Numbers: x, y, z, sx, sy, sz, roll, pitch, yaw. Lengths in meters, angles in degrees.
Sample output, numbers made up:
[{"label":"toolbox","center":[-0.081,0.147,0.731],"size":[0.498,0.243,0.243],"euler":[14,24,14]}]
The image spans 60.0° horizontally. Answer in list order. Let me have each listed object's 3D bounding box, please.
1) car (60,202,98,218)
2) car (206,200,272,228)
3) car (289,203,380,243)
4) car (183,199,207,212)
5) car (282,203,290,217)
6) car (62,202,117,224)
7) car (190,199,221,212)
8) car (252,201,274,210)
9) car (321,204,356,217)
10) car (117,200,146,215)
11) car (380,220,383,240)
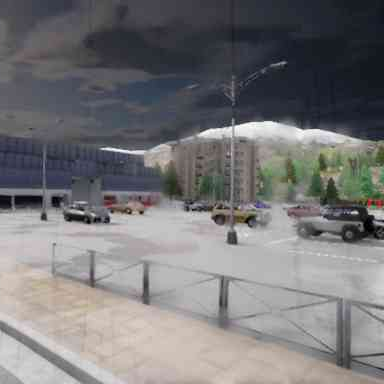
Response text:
[{"label":"car","center":[-11.539,1.749,33.856],"size":[3.806,1.475,1.970],"euler":[0,-1,40]},{"label":"car","center":[3.683,1.697,25.483],"size":[4.605,1.855,1.932],"euler":[0,-1,40]},{"label":"car","center":[7.637,1.624,17.929],"size":[3.866,1.878,1.905],"euler":[0,-1,40]},{"label":"car","center":[0.484,1.956,48.844],"size":[3.866,1.878,1.905],"euler":[0,-1,40]},{"label":"car","center":[12.183,2.134,34.608],"size":[4.514,1.523,2.007],"euler":[0,-1,40]},{"label":"car","center":[-8.455,1.754,26.535],"size":[4.514,1.523,2.007],"euler":[0,-1,40]},{"label":"car","center":[2.022,2.031,51.343],"size":[4.605,1.855,1.932],"euler":[0,-1,40]},{"label":"car","center":[13.993,2.659,65.547],"size":[3.633,1.501,1.845],"euler":[0,-1,40]},{"label":"car","center":[18.597,2.345,42.268],"size":[3.633,1.501,1.845],"euler":[0,-1,40]},{"label":"car","center":[-7.688,1.791,39.001],"size":[5.027,1.636,2.152],"euler":[0,-1,40]},{"label":"car","center":[10.227,1.972,20.092],"size":[3.806,1.475,1.970],"euler":[0,-1,40]}]
